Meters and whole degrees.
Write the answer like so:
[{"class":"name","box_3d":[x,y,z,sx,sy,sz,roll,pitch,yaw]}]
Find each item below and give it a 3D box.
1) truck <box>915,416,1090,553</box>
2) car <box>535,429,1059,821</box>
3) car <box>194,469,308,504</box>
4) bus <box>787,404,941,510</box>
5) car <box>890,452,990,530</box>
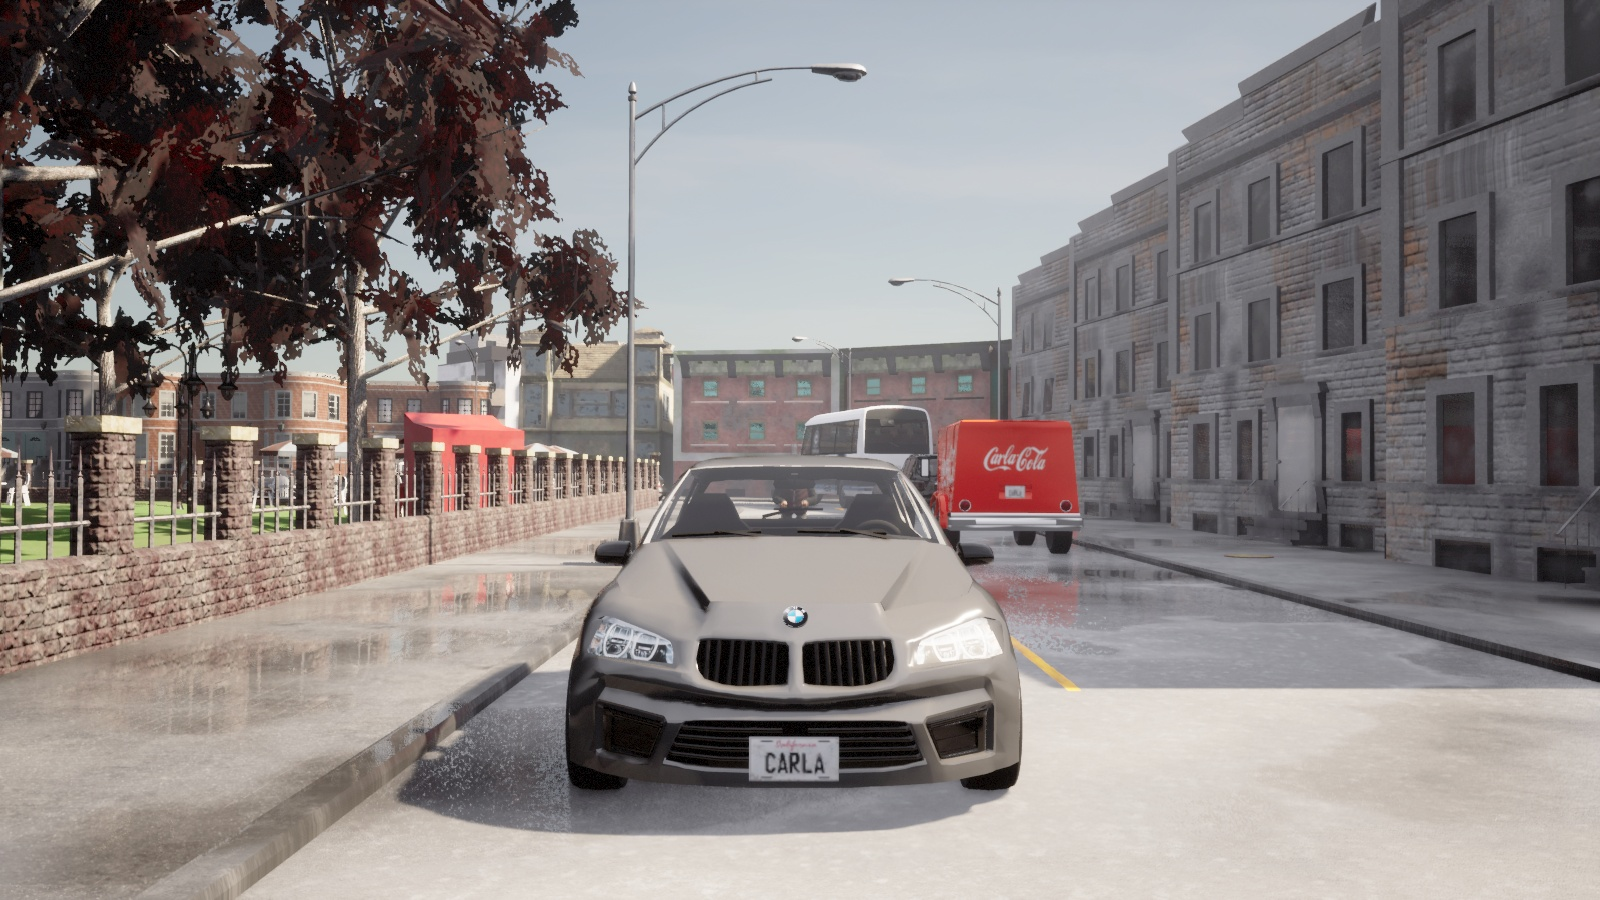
[{"class":"truck","box_3d":[3.891,0.717,25.215,2.627,2.467,5.204,0,-2,0]},{"class":"car","box_3d":[-0.032,0.788,7.699,2.242,1.667,4.611,0,-1,0]},{"class":"car","box_3d":[-26.865,1.798,61.614,4.611,1.667,2.242,0,-1,0]},{"class":"bus","box_3d":[2.570,0.366,55.959,3.944,4.253,10.273,0,-1,-15]},{"class":"car","box_3d":[3.846,1.114,35.584,2.150,2.045,5.566,0,-1,-1]}]
